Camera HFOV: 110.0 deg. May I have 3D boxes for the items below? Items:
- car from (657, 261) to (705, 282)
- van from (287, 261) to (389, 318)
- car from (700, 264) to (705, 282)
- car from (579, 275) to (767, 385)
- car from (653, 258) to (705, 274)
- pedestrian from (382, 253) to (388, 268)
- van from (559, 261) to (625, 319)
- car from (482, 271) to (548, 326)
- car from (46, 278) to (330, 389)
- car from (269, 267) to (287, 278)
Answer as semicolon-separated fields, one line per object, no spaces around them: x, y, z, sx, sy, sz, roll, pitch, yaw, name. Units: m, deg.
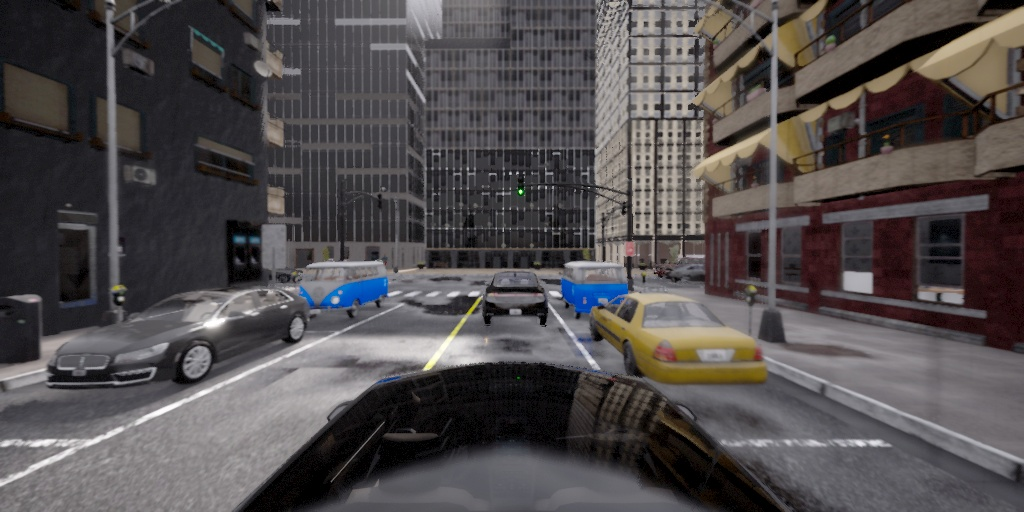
13.617;1.320;26.036;4.902;1.511;2.128;0;1;0;car
-5.683;1.081;12.507;1.690;1.789;3.998;0;0;0;van
15.199;1.420;23.420;4.507;1.381;1.888;0;0;0;car
2.693;1.270;7.039;1.751;1.417;4.829;0;0;0;car
15.257;1.067;31.799;5.009;1.841;2.192;0;0;0;car
-12.367;0.614;34.913;0.375;1.860;0.375;0;1;0;pedestrian
2.698;1.081;12.471;1.690;1.789;3.998;0;0;0;van
0.103;1.232;11.724;2.128;1.511;4.902;0;0;0;car
-5.688;1.296;6.905;2.007;1.370;4.403;0;0;0;car
-17.633;1.198;26.221;4.674;1.442;1.812;0;1;0;car
